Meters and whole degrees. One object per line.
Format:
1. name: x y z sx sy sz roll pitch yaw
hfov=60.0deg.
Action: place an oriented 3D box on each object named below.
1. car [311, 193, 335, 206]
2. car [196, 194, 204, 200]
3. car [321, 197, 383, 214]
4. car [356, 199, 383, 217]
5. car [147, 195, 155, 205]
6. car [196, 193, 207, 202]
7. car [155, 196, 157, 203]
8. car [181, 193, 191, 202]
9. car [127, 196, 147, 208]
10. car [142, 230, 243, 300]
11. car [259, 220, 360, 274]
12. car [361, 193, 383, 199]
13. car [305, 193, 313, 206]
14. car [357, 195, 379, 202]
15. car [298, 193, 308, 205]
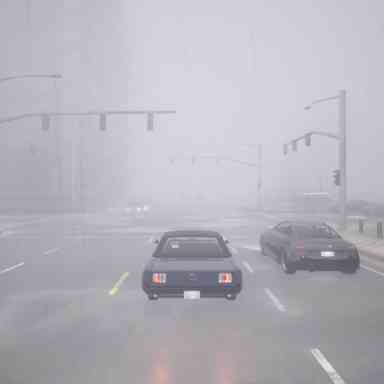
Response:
1. car: 24.191 1.449 60.028 3.806 1.475 1.970 0 0 0
2. car: 2.021 1.384 86.785 1.812 1.442 4.674 0 0 -1
3. car: 16.547 1.546 34.515 4.902 1.511 2.128 0 0 -1
4. car: 18.100 1.619 31.032 4.181 1.385 1.994 0 0 -1
5. car: -8.146 1.490 57.019 2.128 1.511 4.902 0 0 -1
6. car: 2.166 1.213 76.395 2.150 2.045 5.566 0 0 -1
7. car: -8.220 1.350 66.782 2.097 1.767 4.553 0 0 0
8. car: -1.333 1.213 76.346 2.150 2.045 5.566 0 0 -1
9. car: -8.021 1.504 47.666 1.837 1.490 4.892 0 0 -1
10. car: -0.004 1.601 8.327 1.895 1.301 4.718 0 0 0
11. car: 3.471 1.564 10.566 1.994 1.385 4.181 0 0 -1
12. car: 39.124 1.207 71.262 4.605 1.855 1.932 0 0 0
13. car: 24.172 1.418 62.923 3.905 1.438 1.784 0 0 0
14. car: 39.168 1.417 74.159 3.905 1.438 1.784 0 0 0
15. car: 24.102 1.207 65.606 4.605 1.855 1.932 0 0 0
